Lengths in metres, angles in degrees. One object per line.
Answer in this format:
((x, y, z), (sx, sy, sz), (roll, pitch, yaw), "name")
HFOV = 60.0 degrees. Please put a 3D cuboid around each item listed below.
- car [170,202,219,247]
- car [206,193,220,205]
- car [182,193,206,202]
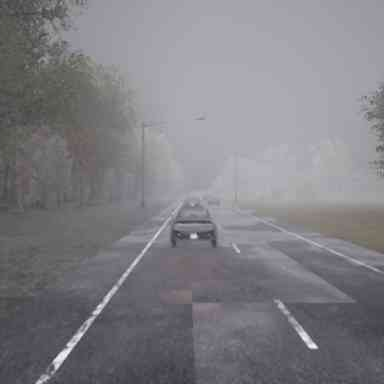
((0.069, 1.433, 14.736), (2.128, 1.511, 4.902), (0, 0, 0), "car")
((3.500, 1.351, 54.995), (1.994, 1.385, 4.181), (0, 0, 0), "car")
((0.036, 1.220, 33.360), (2.097, 1.767, 4.553), (0, 0, 0), "car")
